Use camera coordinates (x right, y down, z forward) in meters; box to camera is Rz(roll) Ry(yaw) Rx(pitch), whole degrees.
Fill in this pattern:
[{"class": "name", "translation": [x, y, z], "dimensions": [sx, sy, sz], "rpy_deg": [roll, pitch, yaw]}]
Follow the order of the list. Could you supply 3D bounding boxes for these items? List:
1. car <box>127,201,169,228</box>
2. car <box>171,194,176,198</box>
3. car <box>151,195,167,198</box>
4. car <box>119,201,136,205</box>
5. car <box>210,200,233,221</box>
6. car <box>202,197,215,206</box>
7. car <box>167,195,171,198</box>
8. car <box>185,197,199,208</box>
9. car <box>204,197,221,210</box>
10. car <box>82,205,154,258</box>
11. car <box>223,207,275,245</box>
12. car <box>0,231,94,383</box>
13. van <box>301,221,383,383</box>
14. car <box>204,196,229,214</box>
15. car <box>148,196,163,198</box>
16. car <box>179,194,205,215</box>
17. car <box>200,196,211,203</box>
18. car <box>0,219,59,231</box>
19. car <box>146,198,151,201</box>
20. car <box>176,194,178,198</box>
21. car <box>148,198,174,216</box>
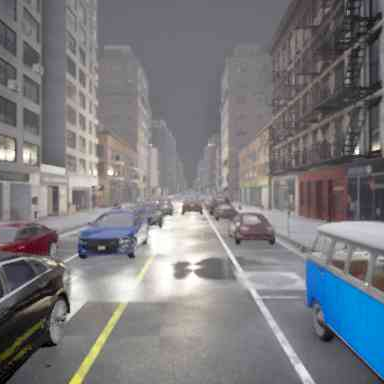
[{"class": "car", "translation": [-2.829, 1.564, 22.151], "dimensions": [1.994, 1.385, 4.181], "rpy_deg": [0, 0, 0]}, {"class": "car", "translation": [-5.326, 1.550, 77.800], "dimensions": [1.802, 1.307, 4.206], "rpy_deg": [0, 0, 0]}, {"class": "car", "translation": [-5.348, 1.301, 49.391], "dimensions": [2.192, 1.841, 5.009], "rpy_deg": [0, 0, 0]}, {"class": "car", "translation": [-5.367, 1.524, 26.494], "dimensions": [1.752, 1.417, 4.829], "rpy_deg": [0, 0, 0]}, {"class": "car", "translation": [2.659, 1.582, 26.664], "dimensions": [1.802, 1.307, 4.206], "rpy_deg": [0, 0, 0]}, {"class": "car", "translation": [2.681, 1.534, 55.070], "dimensions": [2.008, 1.369, 4.403], "rpy_deg": [0, 0, 0]}, {"class": "car", "translation": [-5.339, 1.419, 60.755], "dimensions": [1.967, 1.590, 4.097], "rpy_deg": [0, 0, 0]}, {"class": "car", "translation": [0.074, 1.465, 47.858], "dimensions": [1.882, 1.535, 5.008], "rpy_deg": [0, 0, 1]}, {"class": "car", "translation": [2.672, 1.430, 43.708], "dimensions": [1.967, 1.590, 4.097], "rpy_deg": [0, 0, 0]}, {"class": "car", "translation": [-2.840, 1.479, 12.925], "dimensions": [1.882, 1.535, 5.008], "rpy_deg": [0, 0, 0]}, {"class": "car", "translation": [2.649, 1.584, 15.301], "dimensions": [1.802, 1.307, 4.206], "rpy_deg": [0, 0, 0]}, {"class": "car", "translation": [-2.834, 1.492, 3.482], "dimensions": [2.128, 1.511, 4.902], "rpy_deg": [0, 0, 0]}, {"class": "van", "translation": [2.640, 1.342, 3.939], "dimensions": [1.690, 1.788, 3.998], "rpy_deg": [0, 0, 0]}, {"class": "car", "translation": [2.663, 1.312, 32.345], "dimensions": [2.192, 1.841, 5.009], "rpy_deg": [0, 0, 0]}, {"class": "car", "translation": [-5.353, 1.555, 43.709], "dimensions": [1.947, 1.339, 4.313], "rpy_deg": [0, 0, 0]}, {"class": "car", "translation": [0.030, 1.346, 34.236], "dimensions": [2.097, 1.767, 4.553], "rpy_deg": [0, 0, 0]}, {"class": "car", "translation": [2.690, 1.542, 66.433], "dimensions": [1.947, 1.339, 4.313], "rpy_deg": [0, 0, 0]}, {"class": "car", "translation": [-5.380, 1.545, 9.618], "dimensions": [1.887, 1.381, 4.507], "rpy_deg": [0, 0, 0]}, {"class": "car", "translation": [-5.362, 1.562, 32.346], "dimensions": [1.947, 1.339, 4.313], "rpy_deg": [0, 0, 0]}, {"class": "car", "translation": [-5.321, 1.514, 83.482], "dimensions": [2.008, 1.369, 4.403], "rpy_deg": [0, 0, 0]}, {"class": "car", "translation": [-2.780, 1.560, 32.173], "dimensions": [1.994, 1.385, 4.181], "rpy_deg": [0, 0, 1]}]
